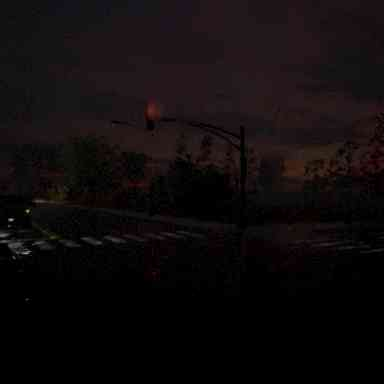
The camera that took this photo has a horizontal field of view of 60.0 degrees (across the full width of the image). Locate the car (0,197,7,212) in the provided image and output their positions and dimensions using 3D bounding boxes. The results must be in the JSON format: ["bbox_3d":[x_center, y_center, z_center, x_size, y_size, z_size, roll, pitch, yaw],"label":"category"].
[{"bbox_3d":[-23.010,1.445,39.097,1.882,1.535,5.008,0,0,-32],"label":"car"}]

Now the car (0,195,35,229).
[{"bbox_3d":[-11.655,1.207,21.067,2.150,2.045,5.566,0,0,-32],"label":"car"}]
